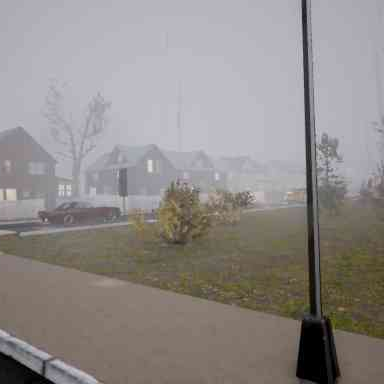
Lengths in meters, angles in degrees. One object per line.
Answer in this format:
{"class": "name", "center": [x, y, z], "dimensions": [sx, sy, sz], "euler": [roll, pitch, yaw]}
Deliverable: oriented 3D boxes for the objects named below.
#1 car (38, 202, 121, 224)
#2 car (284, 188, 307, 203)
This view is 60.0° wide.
{"class": "car", "center": [-6.740, 1.252, 20.469], "dimensions": [1.895, 1.301, 4.718], "euler": [-2, -1, 43]}
{"class": "car", "center": [13.949, 0.593, 42.280], "dimensions": [1.882, 1.535, 5.008], "euler": [-2, -1, 44]}
